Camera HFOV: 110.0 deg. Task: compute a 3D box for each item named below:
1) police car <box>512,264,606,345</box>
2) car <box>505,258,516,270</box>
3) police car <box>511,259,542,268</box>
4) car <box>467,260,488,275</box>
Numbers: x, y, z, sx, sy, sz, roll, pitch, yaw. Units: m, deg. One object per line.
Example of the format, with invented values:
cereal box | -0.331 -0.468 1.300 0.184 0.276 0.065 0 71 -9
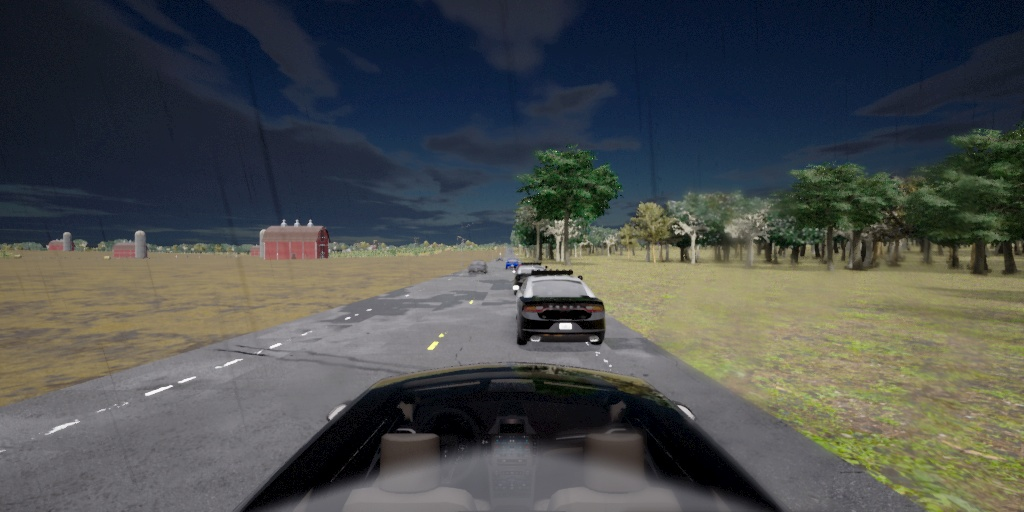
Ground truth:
police car | 1.052 1.171 9.612 1.930 1.638 5.238 0 0 0
car | 0.071 1.144 51.655 1.882 1.535 5.008 0 0 0
police car | 1.053 1.163 19.613 1.930 1.638 5.238 0 0 0
car | -3.594 1.211 38.245 1.837 1.490 4.892 0 0 0
